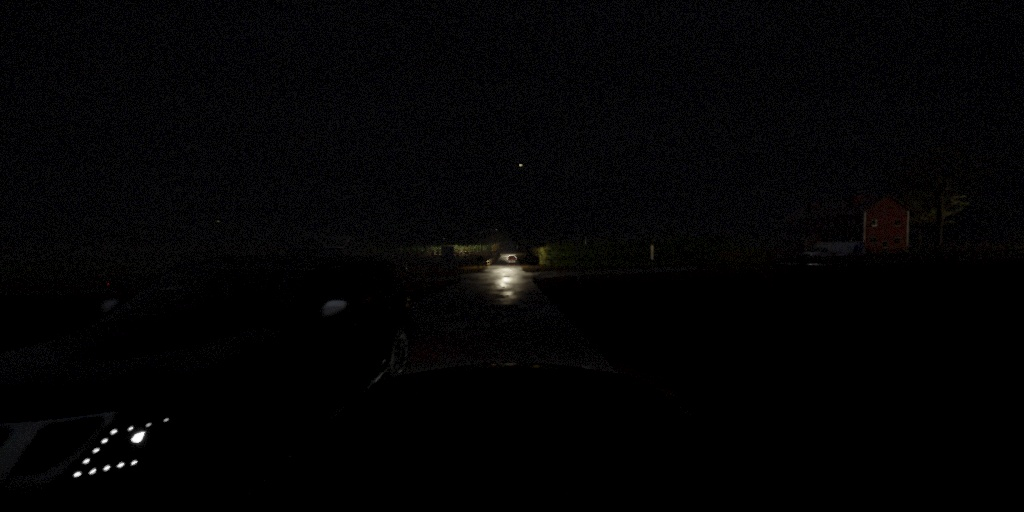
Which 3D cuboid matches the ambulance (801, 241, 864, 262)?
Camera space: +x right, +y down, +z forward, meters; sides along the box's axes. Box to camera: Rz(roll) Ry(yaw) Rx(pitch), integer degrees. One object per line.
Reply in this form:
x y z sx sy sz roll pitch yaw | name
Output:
39.302 -0.467 44.135 6.366 2.431 2.351 -2 2 0 | ambulance

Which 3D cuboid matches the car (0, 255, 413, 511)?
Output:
-2.851 1.000 4.349 2.150 2.045 5.566 0 -1 0 | car
